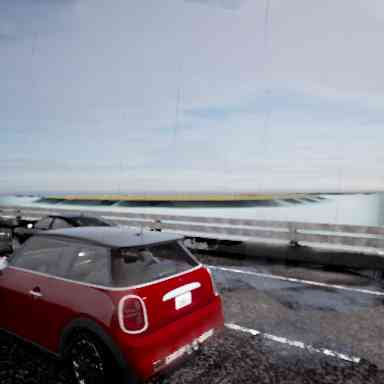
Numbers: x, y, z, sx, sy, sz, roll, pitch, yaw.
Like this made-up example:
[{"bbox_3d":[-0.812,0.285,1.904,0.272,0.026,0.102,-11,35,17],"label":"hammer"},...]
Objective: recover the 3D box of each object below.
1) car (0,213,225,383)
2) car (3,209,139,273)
[{"bbox_3d":[-1.833,1.340,5.311,4.553,1.767,2.097,0,0,36],"label":"car"},{"bbox_3d":[-4.273,1.451,11.369,5.008,1.535,1.882,0,0,36],"label":"car"}]
